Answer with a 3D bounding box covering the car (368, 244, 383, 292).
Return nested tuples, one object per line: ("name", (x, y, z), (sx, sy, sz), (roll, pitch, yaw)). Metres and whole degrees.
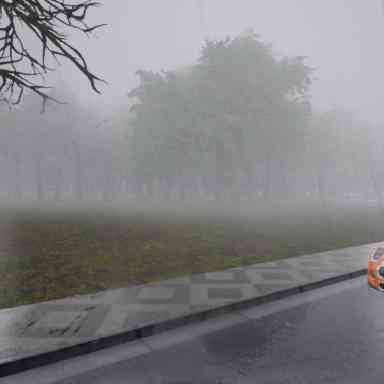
("car", (6.075, 1.363, 7.732), (4.553, 1.767, 2.097), (0, 0, -36))
